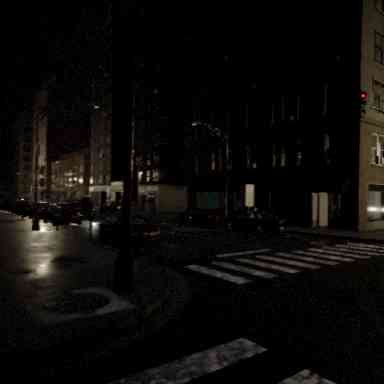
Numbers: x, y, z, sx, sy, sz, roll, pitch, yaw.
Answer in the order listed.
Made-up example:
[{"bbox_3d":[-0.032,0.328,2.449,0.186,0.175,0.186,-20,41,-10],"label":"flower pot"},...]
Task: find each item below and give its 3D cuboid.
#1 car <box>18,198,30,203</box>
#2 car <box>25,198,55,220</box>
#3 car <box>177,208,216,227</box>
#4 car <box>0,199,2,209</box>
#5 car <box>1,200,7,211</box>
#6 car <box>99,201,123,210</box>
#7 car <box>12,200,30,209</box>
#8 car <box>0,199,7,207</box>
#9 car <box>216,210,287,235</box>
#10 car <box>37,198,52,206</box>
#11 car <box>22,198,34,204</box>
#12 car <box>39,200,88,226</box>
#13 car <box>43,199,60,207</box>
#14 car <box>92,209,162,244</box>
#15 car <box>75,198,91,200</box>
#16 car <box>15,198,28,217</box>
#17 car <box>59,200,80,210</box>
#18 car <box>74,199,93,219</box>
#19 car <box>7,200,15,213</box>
[{"bbox_3d":[-42.064,2.086,83.064,2.008,1.369,4.403,1,-1,-36],"label":"car"},{"bbox_3d":[-12.845,1.609,29.020,1.967,1.590,4.097,1,-1,-36],"label":"car"},{"bbox_3d":[0.563,1.879,25.187,1.802,1.307,4.206,1,-1,-36],"label":"car"},{"bbox_3d":[-25.964,1.809,46.832,1.947,1.339,4.313,1,-1,-36],"label":"car"},{"bbox_3d":[-22.685,1.806,42.378,1.802,1.307,4.206,1,-1,-36],"label":"car"},{"bbox_3d":[-9.274,1.790,38.544,1.967,1.590,4.097,1,-1,-36],"label":"car"},{"bbox_3d":[-27.538,1.914,53.479,1.895,1.301,4.718,1,-1,-36],"label":"car"},{"bbox_3d":[-32.524,1.832,55.738,2.008,1.369,4.403,1,-1,-36],"label":"car"},{"bbox_3d":[3.842,1.831,20.736,2.008,1.369,4.403,1,-1,-36],"label":"car"},{"bbox_3d":[-29.048,1.989,65.393,1.752,1.417,4.829,1,-1,-36],"label":"car"},{"bbox_3d":[-38.785,2.062,78.612,1.887,1.381,4.507,1,-1,-36],"label":"car"},{"bbox_3d":[-9.565,1.591,24.567,1.967,1.590,4.097,1,-1,-36],"label":"car"},{"bbox_3d":[-25.669,2.010,60.804,1.947,1.339,4.313,1,-1,-36],"label":"car"},{"bbox_3d":[-3.006,1.698,15.660,1.802,1.307,4.206,1,-1,-36],"label":"car"},{"bbox_3d":[-15.831,1.703,47.450,2.192,1.841,5.009,1,-1,-36],"label":"car"},{"bbox_3d":[-16.124,1.627,33.473,1.967,1.590,4.097,1,-1,-36],"label":"car"},{"bbox_3d":[-19.111,1.972,51.899,1.947,1.339,4.313,1,-1,-36],"label":"car"},{"bbox_3d":[-10.591,1.712,30.473,1.882,1.535,5.008,1,-1,-36],"label":"car"},{"bbox_3d":[-19.405,1.771,37.925,1.947,1.339,4.313,1,-1,-36],"label":"car"}]
